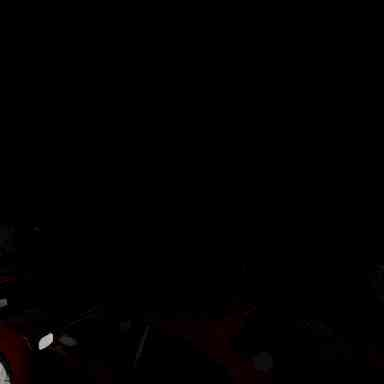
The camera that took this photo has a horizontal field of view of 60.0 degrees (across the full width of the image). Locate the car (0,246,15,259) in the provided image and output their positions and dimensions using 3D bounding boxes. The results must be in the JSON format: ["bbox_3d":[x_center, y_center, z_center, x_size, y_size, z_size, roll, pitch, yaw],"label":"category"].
[{"bbox_3d":[-4.698,1.545,6.297,4.507,1.381,1.887,0,0,35],"label":"car"}]

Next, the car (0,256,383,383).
[{"bbox_3d":[-0.264,1.545,3.148,4.507,1.381,1.887,0,0,35],"label":"car"}]
